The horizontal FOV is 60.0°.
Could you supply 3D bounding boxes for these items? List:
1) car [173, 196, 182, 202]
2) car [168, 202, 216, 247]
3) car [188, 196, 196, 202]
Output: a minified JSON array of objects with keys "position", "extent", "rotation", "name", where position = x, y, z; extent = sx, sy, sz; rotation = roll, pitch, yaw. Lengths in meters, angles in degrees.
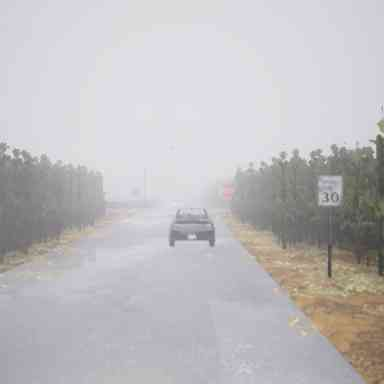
[{"position":[-3.100,1.626,73.322],"extent":[2.128,1.511,4.902],"rotation":[0,0,0],"name":"car"},{"position":[0.000,1.423,14.643],"extent":[2.128,1.511,4.902],"rotation":[0,1,0],"name":"car"},{"position":[0.000,1.635,79.641],"extent":[2.033,1.411,5.357],"rotation":[0,0,0],"name":"car"}]
